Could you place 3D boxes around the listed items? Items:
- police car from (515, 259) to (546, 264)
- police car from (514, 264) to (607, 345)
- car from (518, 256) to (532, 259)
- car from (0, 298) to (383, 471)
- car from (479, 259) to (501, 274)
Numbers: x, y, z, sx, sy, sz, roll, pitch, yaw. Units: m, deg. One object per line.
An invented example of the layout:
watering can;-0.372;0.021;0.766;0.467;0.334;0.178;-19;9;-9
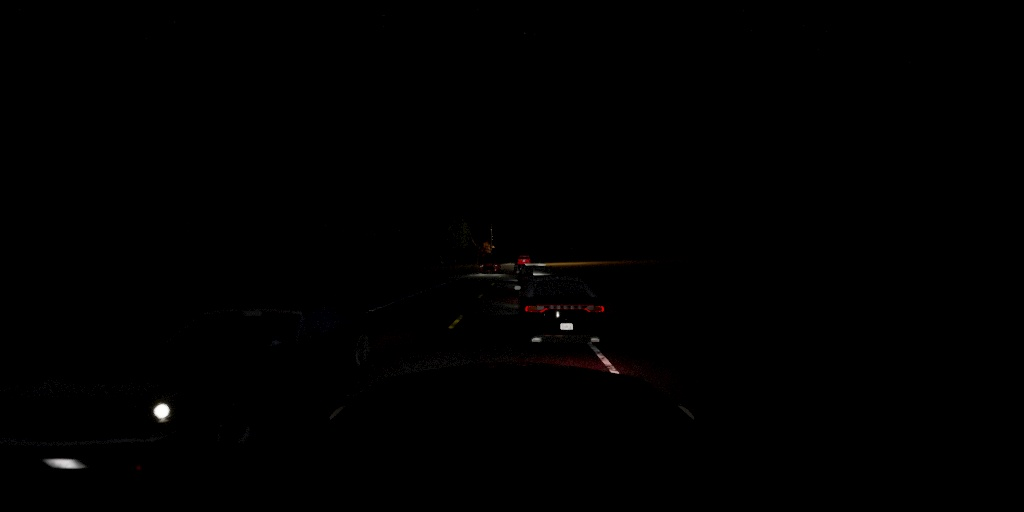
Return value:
police car;1.268;1.176;19.566;1.930;1.638;5.238;0;0;1
police car;1.098;1.175;9.601;1.930;1.638;5.238;0;0;1
car;2.087;0.956;59.913;2.150;2.045;5.566;0;0;4
car;-3.575;1.351;5.076;1.895;1.301;4.718;0;0;0
car;-2.465;1.098;41.347;2.097;1.767;4.553;0;0;3
